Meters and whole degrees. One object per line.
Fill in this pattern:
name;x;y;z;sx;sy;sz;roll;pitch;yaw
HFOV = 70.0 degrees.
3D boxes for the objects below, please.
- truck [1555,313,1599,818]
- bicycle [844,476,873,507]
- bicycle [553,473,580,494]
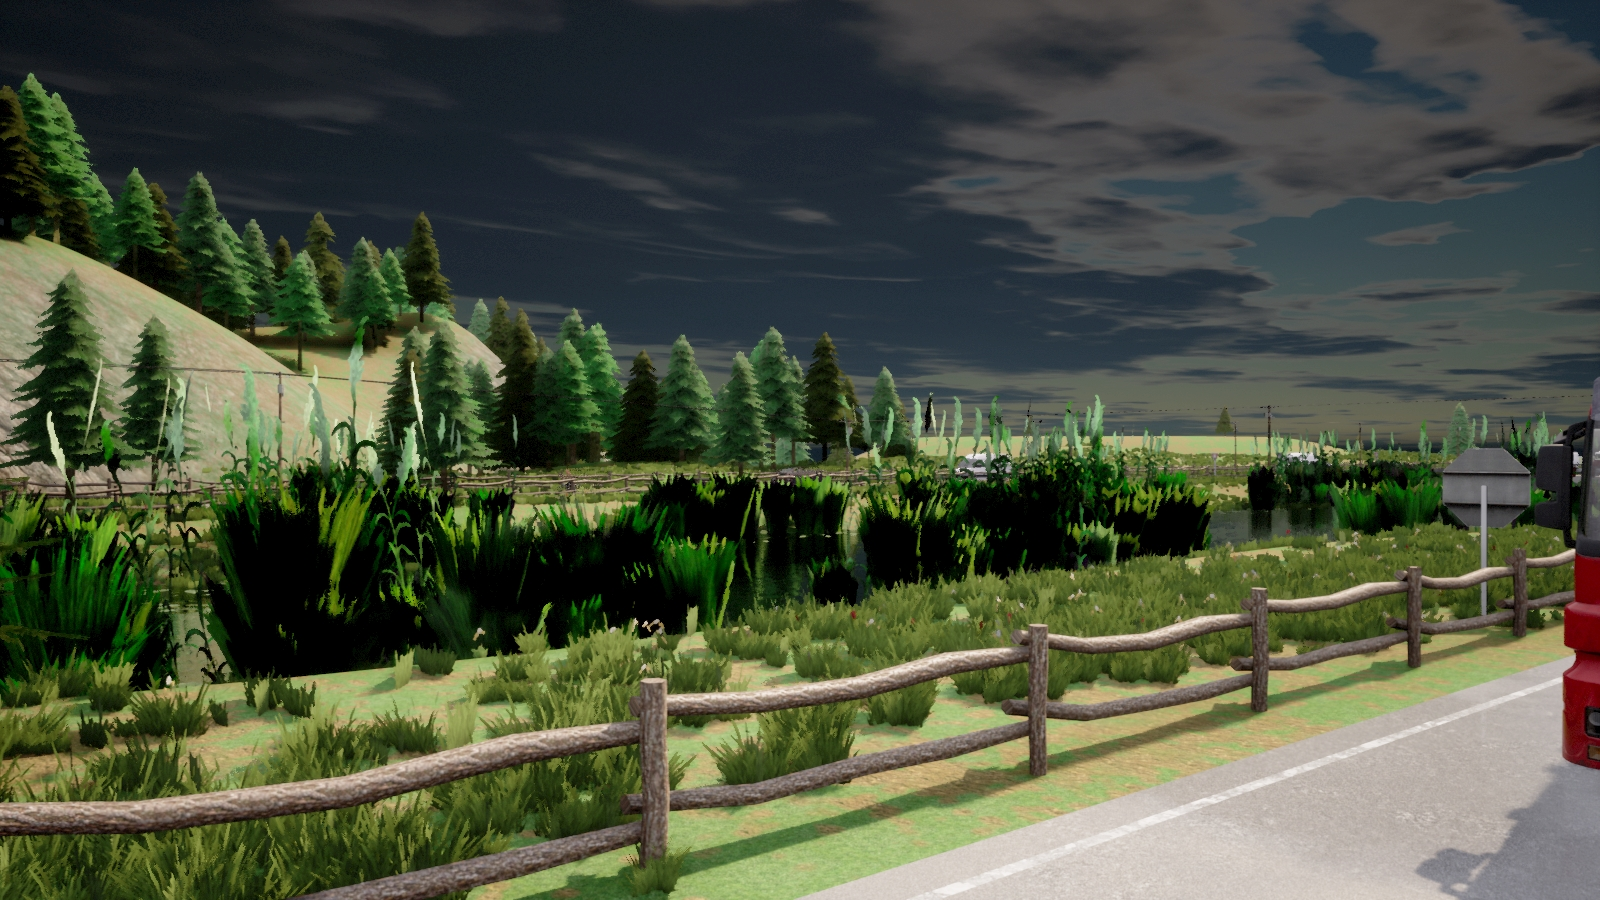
truck;9.771;0.862;11.013;2.891;3.827;8.468;0;1;42
bicycle;2.863;2.030;56.093;1.643;1.496;0.373;0;0;-42
bicycle;-15.002;2.158;73.460;1.487;1.276;0.859;0;0;-44
